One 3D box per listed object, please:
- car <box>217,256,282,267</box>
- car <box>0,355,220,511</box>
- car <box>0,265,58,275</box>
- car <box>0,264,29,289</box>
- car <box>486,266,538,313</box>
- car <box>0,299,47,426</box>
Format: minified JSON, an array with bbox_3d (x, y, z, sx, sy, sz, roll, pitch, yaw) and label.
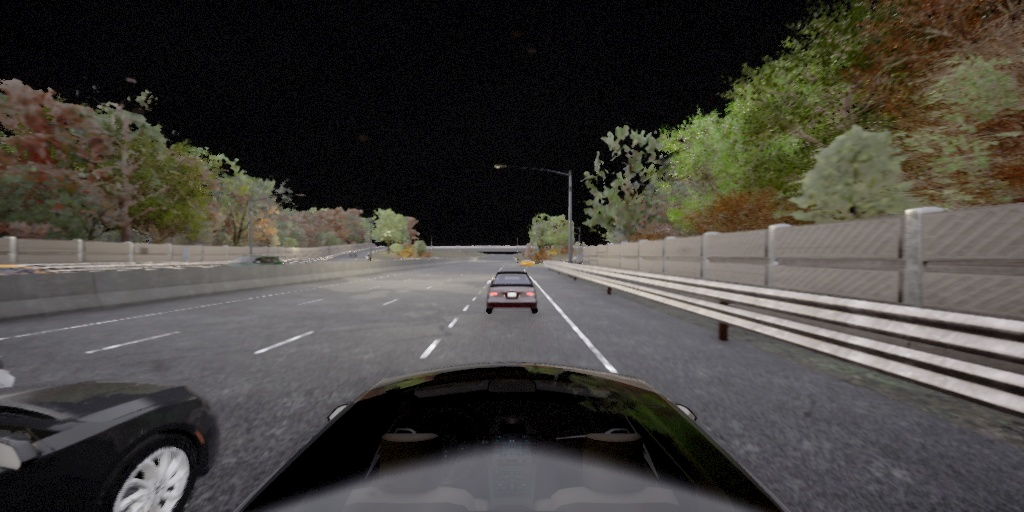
[{"bbox_3d":[-21.094,0.980,29.087,2.150,2.045,5.566,0,0,0],"label":"car"},{"bbox_3d":[-3.398,1.255,1.037,1.837,1.490,4.892,0,0,0],"label":"car"},{"bbox_3d":[-24.569,1.310,17.611,1.994,1.385,4.181,0,0,0],"label":"car"},{"bbox_3d":[-31.577,1.252,20.314,1.837,1.490,4.892,0,0,0],"label":"car"},{"bbox_3d":[-0.003,1.295,14.038,2.033,1.411,5.357,0,0,0],"label":"car"},{"bbox_3d":[-6.915,1.275,2.300,1.812,1.442,4.674,0,0,0],"label":"car"}]
